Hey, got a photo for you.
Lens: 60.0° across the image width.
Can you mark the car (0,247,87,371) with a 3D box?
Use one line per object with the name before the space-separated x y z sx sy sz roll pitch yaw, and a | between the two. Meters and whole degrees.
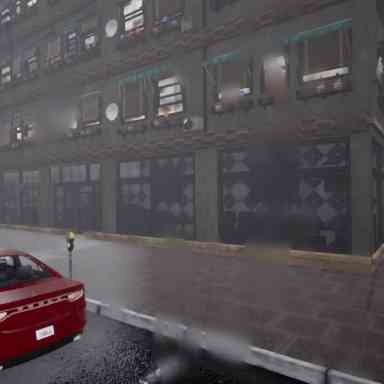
car | -3.569 1.546 5.274 4.507 1.381 1.887 0 -1 35
